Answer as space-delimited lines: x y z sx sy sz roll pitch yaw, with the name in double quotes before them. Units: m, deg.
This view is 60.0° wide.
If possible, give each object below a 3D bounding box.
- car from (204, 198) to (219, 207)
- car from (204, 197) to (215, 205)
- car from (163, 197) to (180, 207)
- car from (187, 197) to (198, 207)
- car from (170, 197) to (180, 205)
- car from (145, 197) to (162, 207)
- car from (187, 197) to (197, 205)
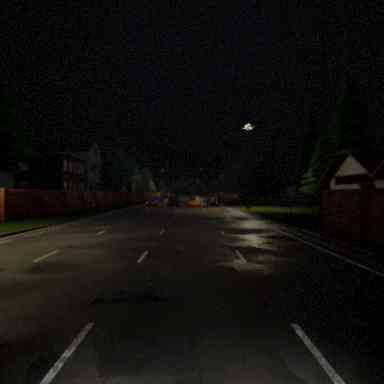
"car" 3.568 1.877 58.169 1.895 1.301 4.718 0 0 1
"car" 3.520 1.835 68.292 1.994 1.385 4.181 0 0 0
"car" -3.428 1.841 58.466 1.994 1.385 4.181 0 0 1
"car" 0.066 1.752 57.887 1.882 1.535 5.008 0 0 1
"car" -3.480 1.767 68.294 1.837 1.490 4.892 0 0 0
"car" -6.932 1.876 58.161 1.895 1.301 4.718 0 0 1
"car" 0.020 1.767 68.293 1.837 1.490 4.892 0 0 0
